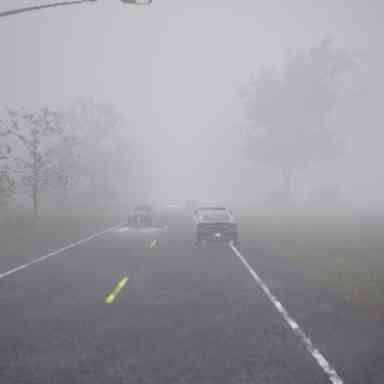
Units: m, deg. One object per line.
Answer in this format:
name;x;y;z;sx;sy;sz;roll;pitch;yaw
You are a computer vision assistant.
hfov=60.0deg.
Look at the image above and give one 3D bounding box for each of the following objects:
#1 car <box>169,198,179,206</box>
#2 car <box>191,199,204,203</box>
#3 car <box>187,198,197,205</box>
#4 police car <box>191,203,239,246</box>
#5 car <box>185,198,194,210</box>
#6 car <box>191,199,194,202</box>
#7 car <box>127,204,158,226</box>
car;-3.557;1.879;65.805;2.128;1.511;4.902;0;0;0
car;1.032;1.622;26.014;1.801;1.575;5.366;0;0;0
car;-0.047;1.950;67.197;1.994;1.385;4.181;0;0;0
police car;1.039;1.530;15.934;1.930;1.638;5.238;0;0;0
car;-0.032;1.778;49.553;1.882;1.535;5.008;0;0;0
car;1.028;1.728;31.825;1.812;1.442;4.674;0;0;0
car;-3.615;1.665;24.874;1.837;1.490;4.892;0;0;0
